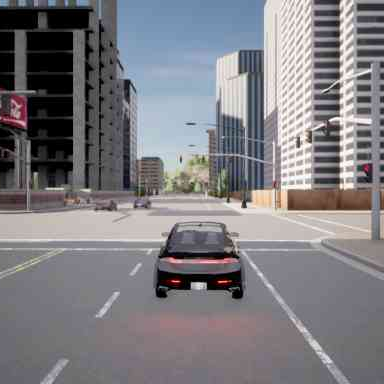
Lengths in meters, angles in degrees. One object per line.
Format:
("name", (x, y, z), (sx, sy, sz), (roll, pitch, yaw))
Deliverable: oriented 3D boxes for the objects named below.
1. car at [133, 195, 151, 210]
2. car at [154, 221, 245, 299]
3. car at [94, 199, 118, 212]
("car", (-6.482, 1.491, 43.697), (2.128, 1.511, 4.902), (0, 0, 1))
("car", (0.205, 1.492, 8.460), (2.128, 1.511, 4.902), (0, 0, 2))
("car", (-10.054, 1.526, 38.982), (1.812, 1.442, 4.674), (0, 0, 1))
